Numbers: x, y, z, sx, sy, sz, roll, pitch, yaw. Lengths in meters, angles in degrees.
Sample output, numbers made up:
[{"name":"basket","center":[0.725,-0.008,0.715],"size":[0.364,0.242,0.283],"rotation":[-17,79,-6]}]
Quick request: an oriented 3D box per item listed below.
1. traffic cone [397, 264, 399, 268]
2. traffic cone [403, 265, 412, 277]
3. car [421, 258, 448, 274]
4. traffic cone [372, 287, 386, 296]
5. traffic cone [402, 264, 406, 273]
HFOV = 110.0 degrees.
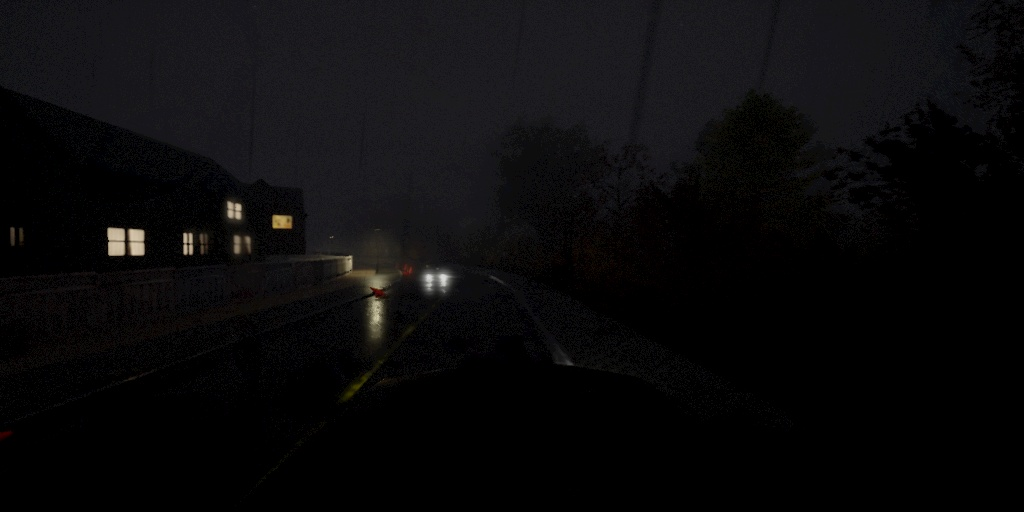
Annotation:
[{"name":"traffic cone","center":[-13.013,1.048,40.955],"size":[0.340,0.580,0.340],"rotation":[0,0,-29]},{"name":"traffic cone","center":[-8.024,1.174,27.673],"size":[0.340,0.580,0.340],"rotation":[0,0,8]},{"name":"car","center":[-7.087,0.863,32.650],"size":[1.994,1.385,4.181],"rotation":[0,1,-20]},{"name":"traffic cone","center":[-5.942,1.376,16.001],"size":[0.340,0.580,0.340],"rotation":[0,0,-26]},{"name":"traffic cone","center":[-10.871,1.162,36.652],"size":[0.340,0.580,0.340],"rotation":[0,0,-24]}]
